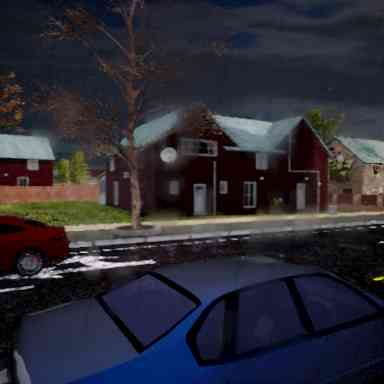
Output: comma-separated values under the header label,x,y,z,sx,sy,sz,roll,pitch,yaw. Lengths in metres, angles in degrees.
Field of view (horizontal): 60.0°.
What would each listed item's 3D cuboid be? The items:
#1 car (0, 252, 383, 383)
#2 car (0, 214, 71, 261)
label,x,y,z,sx,sy,sz,roll,pitch,yaw
car,0.786,1.468,3.839,5.357,1.411,2.033,0,1,-30
car,-5.402,1.285,8.027,4.674,1.442,1.812,0,1,-30
